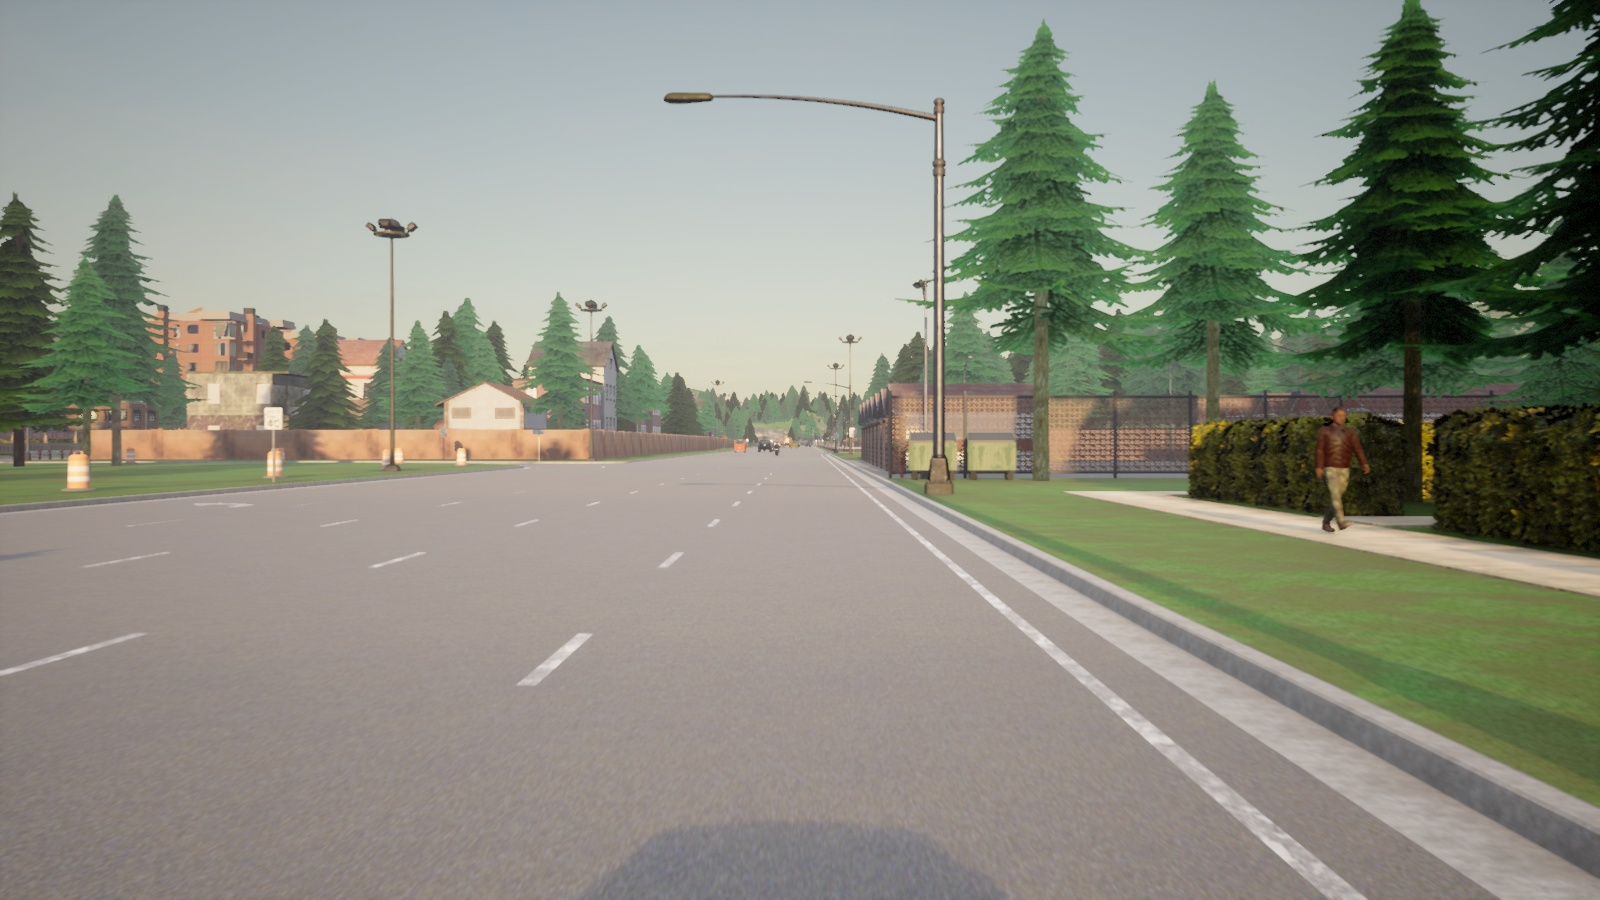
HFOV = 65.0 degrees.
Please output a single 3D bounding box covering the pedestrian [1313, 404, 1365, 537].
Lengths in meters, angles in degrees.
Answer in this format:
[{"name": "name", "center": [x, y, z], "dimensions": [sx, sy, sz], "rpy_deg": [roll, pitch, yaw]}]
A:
[{"name": "pedestrian", "center": [7.630, 0.281, 17.786], "dimensions": [0.431, 1.840, 0.703], "rpy_deg": [0, 0, 1]}]
